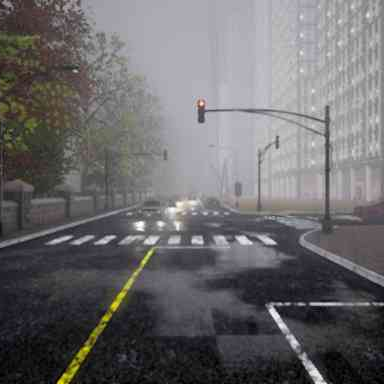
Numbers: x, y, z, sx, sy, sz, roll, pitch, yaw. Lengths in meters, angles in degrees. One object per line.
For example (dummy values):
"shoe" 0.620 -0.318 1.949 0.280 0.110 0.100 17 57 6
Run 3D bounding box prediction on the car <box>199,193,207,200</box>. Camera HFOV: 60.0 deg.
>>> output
"car" 2.665 1.069 81.482 1.967 1.590 4.097 0 0 0

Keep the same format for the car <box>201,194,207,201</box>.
"car" 2.676 1.333 47.689 1.947 1.339 4.313 0 0 0

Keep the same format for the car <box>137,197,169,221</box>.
"car" -3.108 1.392 26.253 1.812 1.442 4.674 0 0 0

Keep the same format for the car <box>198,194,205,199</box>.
"car" 2.660 1.139 92.747 2.008 1.369 4.403 0 0 0

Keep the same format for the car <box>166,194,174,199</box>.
"car" -5.719 1.153 87.112 1.887 1.381 4.507 0 0 0

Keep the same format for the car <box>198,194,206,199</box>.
"car" 2.662 1.159 87.115 2.008 1.369 4.403 0 0 0

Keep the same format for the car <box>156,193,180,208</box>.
"car" -3.110 1.273 44.525 2.128 1.511 4.902 0 0 0

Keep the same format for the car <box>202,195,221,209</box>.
"car" 2.677 1.358 42.056 1.947 1.339 4.313 0 0 0

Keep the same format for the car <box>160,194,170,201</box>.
"car" -5.712 1.198 70.046 1.752 1.417 4.829 0 0 0

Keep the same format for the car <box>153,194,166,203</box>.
"car" -5.708 1.158 58.951 1.967 1.590 4.097 0 0 0

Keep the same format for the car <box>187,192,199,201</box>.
"car" -0.024 1.225 68.925 2.033 1.411 5.357 0 0 0

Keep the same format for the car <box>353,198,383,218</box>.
"car" 14.598 1.167 25.269 4.181 1.385 1.994 -1 0 0

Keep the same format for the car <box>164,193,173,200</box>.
"car" -5.716 1.069 81.479 1.967 1.590 4.097 0 0 0

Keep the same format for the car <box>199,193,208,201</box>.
"car" 2.666 1.090 75.850 1.967 1.590 4.097 0 0 0

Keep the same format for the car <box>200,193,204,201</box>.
"car" 2.674 1.308 53.322 1.947 1.339 4.313 0 0 0
